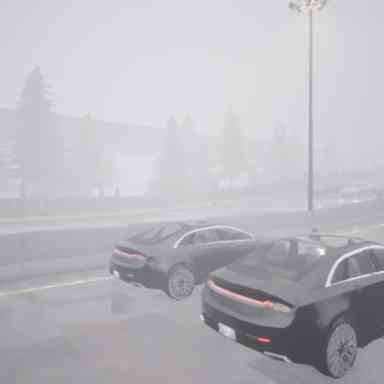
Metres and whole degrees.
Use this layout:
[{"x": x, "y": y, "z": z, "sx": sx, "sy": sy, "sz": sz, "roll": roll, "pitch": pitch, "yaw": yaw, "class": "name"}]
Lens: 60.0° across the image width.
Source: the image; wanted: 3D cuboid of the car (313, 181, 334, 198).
[{"x": 14.492, "y": -0.335, "z": 35.849, "sx": 5.008, "sy": 1.535, "sz": 1.882, "roll": -8, "pitch": 5, "yaw": -35, "class": "car"}]

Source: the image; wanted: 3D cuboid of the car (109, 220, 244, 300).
[{"x": 0.399, "y": 1.474, "z": 8.371, "sx": 4.902, "sy": 1.511, "sz": 2.128, "roll": -1, "pitch": 1, "yaw": -35, "class": "car"}]

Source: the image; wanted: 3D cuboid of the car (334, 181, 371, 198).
[{"x": 16.528, "y": -0.288, "z": 33.003, "sx": 4.674, "sy": 1.442, "sz": 1.812, "roll": -8, "pitch": 5, "yaw": -35, "class": "car"}]

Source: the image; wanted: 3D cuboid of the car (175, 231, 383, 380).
[{"x": 2.412, "y": 1.473, "z": 5.507, "sx": 4.902, "sy": 1.511, "sz": 2.128, "roll": -1, "pitch": 1, "yaw": -35, "class": "car"}]

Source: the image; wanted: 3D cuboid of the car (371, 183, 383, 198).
[{"x": 18.556, "y": -0.289, "z": 30.151, "sx": 4.674, "sy": 1.442, "sz": 1.812, "roll": -8, "pitch": 5, "yaw": -35, "class": "car"}]
